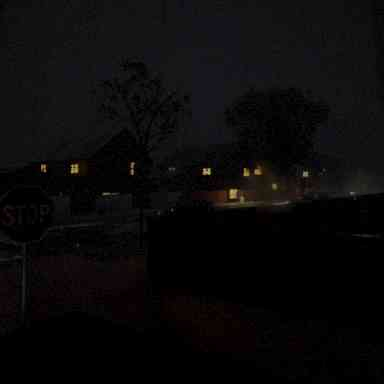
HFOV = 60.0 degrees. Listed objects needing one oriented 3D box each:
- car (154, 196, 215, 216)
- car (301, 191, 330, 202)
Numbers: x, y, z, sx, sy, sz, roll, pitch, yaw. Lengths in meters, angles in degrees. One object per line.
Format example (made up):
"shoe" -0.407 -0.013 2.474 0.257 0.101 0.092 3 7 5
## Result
"car" -0.434 1.049 22.355 2.128 1.511 4.902 1 2 41
"car" 15.121 0.591 40.423 2.033 1.411 5.357 2 2 41
